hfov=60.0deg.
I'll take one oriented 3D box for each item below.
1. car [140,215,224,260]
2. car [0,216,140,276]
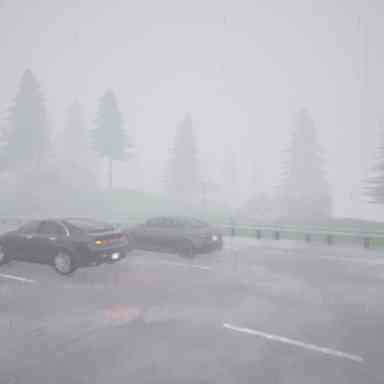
[{"bbox_3d":[-0.937,1.560,12.446,4.181,1.385,1.994,0,0,31],"label":"car"},{"bbox_3d":[-4.219,1.515,10.321,4.892,1.490,1.837,0,0,29],"label":"car"}]
